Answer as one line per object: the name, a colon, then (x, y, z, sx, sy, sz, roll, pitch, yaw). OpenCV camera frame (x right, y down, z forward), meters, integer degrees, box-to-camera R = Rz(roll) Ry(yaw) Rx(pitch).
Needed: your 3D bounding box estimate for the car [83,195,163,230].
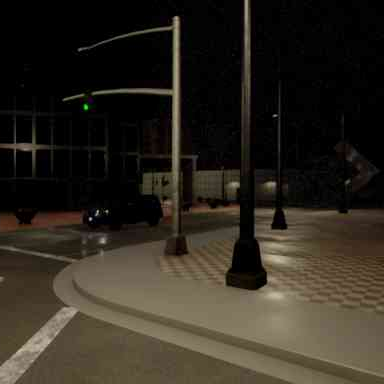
car: (-4.191, 1.190, 21.181, 2.150, 2.045, 5.566, 0, 0, 35)
